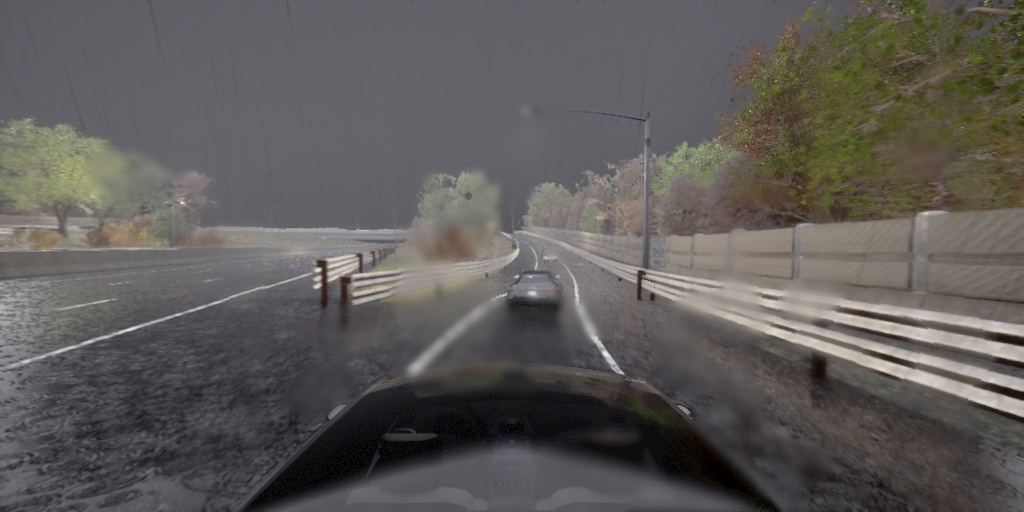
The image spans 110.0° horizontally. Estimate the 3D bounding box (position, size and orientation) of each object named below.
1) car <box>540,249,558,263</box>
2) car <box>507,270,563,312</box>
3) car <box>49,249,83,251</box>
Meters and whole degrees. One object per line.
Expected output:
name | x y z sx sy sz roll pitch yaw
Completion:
car | 5.087 0.205 48.011 1.895 1.301 4.718 0 4 3
car | 1.002 1.258 14.146 1.994 1.385 4.181 1 0 8
car | -44.076 -0.023 35.260 2.033 1.411 5.357 0 2 -16
